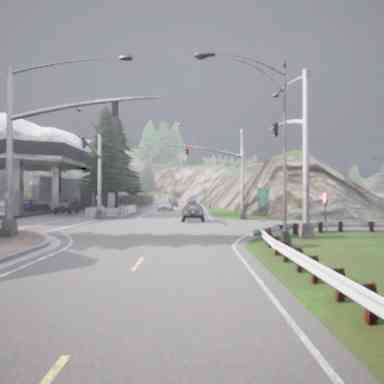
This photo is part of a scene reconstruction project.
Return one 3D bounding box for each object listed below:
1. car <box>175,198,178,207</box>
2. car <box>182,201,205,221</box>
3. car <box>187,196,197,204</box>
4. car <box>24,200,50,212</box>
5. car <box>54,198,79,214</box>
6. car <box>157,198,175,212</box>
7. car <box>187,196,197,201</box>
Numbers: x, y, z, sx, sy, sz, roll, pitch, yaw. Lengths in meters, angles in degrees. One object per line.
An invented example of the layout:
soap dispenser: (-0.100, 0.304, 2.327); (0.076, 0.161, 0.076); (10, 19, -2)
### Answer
car: (-3.556, 1.792, 59.274); (2.097, 1.767, 4.553); (0, 0, 0)
car: (0.095, 1.726, 28.526); (2.033, 1.411, 5.357); (0, -2, 0)
car: (-0.003, 1.765, 77.904); (2.097, 1.767, 4.553); (0, 0, -2)
car: (-20.236, 1.800, 43.104); (2.242, 1.667, 4.611); (0, 0, -1)
car: (-14.529, 1.602, 38.828); (1.905, 1.878, 3.866); (0, 0, -1)
car: (-3.588, 1.855, 44.358); (1.812, 1.442, 4.674); (0, 0, 0)
car: (-0.001, 2.028, 67.928); (1.812, 1.442, 4.674); (0, 0, 0)
